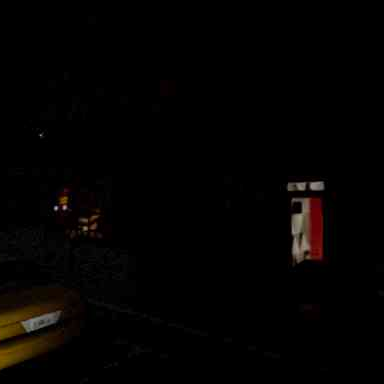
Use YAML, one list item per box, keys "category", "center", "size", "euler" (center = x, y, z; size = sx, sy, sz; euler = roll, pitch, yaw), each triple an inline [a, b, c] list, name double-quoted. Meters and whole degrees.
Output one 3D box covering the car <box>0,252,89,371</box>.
- category: "car"
  center: [-3.688, 1.532, 5.363]
  size: [4.829, 1.417, 1.752]
  euler: [0, -1, 36]
